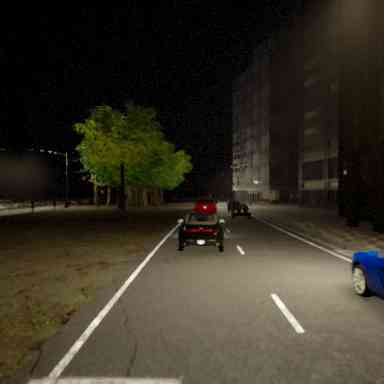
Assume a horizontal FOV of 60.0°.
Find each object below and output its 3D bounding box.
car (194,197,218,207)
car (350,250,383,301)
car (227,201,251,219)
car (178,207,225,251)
[{"bbox_3d":[1.393,1.550,33.433,2.150,2.045,5.566,0,-1,4],"label":"car"},{"bbox_3d":[4.603,1.540,5.791,1.882,1.535,5.008,0,-1,1],"label":"car"},{"bbox_3d":[4.884,1.883,33.567,2.033,1.411,5.357,0,-1,4],"label":"car"},{"bbox_3d":[0.419,1.651,14.920,1.837,1.490,4.892,0,-1,2],"label":"car"}]
